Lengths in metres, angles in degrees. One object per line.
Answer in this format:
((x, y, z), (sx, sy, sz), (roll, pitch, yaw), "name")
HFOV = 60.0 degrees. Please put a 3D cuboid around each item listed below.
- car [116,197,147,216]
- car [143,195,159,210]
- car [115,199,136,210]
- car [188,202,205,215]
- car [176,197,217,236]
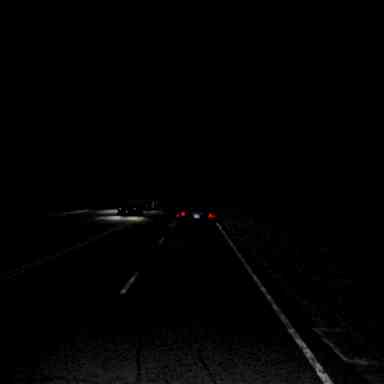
((-6.049, 1.577, 33.354), (1.812, 1.442, 4.674), (2, 0, 1), "car")
((-5.869, 1.477, 46.124), (2.150, 2.045, 5.566), (2, 0, 1), "car")
((-9.127, 1.730, 46.167), (1.895, 1.301, 4.718), (2, 0, 1), "car")
((0.520, 1.864, 38.679), (1.895, 1.301, 4.718), (2, 0, 1), "car")
((0.269, 1.349, 19.552), (2.150, 2.045, 5.566), (2, 0, 1), "car")
